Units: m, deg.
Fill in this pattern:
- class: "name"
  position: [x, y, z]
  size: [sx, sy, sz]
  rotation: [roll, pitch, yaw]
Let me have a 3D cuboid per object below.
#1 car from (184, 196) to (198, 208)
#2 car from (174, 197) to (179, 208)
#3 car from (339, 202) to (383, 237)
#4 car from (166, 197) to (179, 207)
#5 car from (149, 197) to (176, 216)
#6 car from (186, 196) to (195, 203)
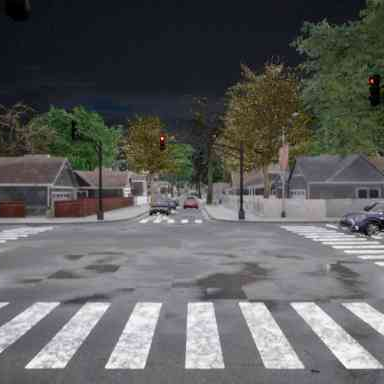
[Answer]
- class: "car"
  position: [-0.177, 1.587, 47.489]
  size: [1.994, 1.385, 4.181]
  rotation: [0, 0, 0]
- class: "car"
  position: [-3.013, 1.583, 42.768]
  size: [1.994, 1.385, 4.181]
  rotation: [0, 0, 0]
- class: "car"
  position: [10.071, 1.277, 17.137]
  size: [4.553, 1.767, 2.097]
  rotation: [0, 0, -2]
- class: "car"
  position: [-3.032, 1.555, 53.019]
  size: [1.812, 1.442, 4.674]
  rotation: [0, 0, 0]
- class: "car"
  position: [-3.032, 1.559, 32.880]
  size: [2.033, 1.411, 5.357]
  rotation: [0, 0, 0]
- class: "car"
  position: [-0.321, 1.555, 73.380]
  size: [1.837, 1.490, 4.892]
  rotation: [0, 0, 0]
